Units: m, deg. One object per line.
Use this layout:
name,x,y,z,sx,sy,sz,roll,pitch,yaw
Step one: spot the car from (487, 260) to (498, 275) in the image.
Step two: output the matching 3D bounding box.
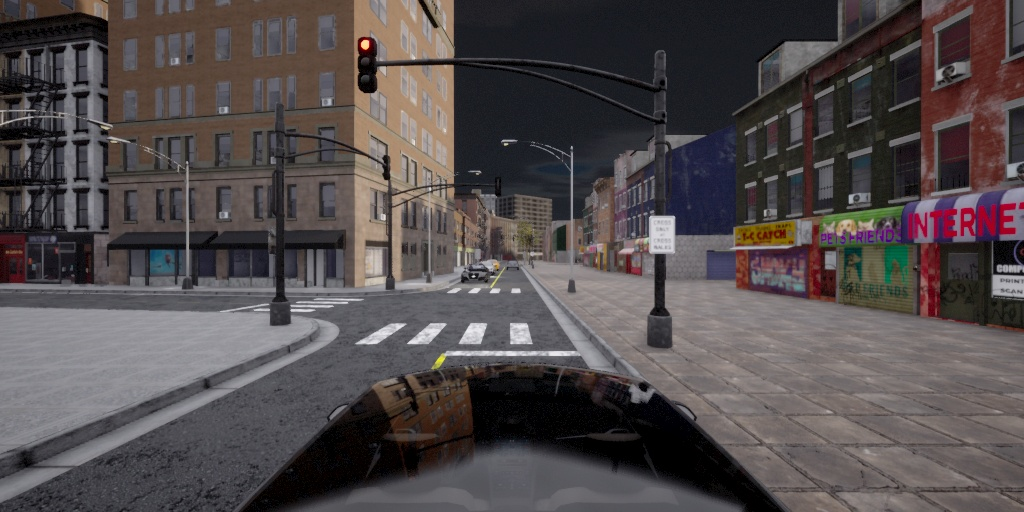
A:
car,-2.778,1.282,38.086,1.812,1.442,4.674,0,0,0

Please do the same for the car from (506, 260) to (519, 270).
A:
car,0.102,1.310,52.801,2.033,1.411,5.357,0,0,0

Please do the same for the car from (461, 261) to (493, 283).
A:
car,-2.798,1.317,28.176,1.994,1.385,4.181,0,0,0
